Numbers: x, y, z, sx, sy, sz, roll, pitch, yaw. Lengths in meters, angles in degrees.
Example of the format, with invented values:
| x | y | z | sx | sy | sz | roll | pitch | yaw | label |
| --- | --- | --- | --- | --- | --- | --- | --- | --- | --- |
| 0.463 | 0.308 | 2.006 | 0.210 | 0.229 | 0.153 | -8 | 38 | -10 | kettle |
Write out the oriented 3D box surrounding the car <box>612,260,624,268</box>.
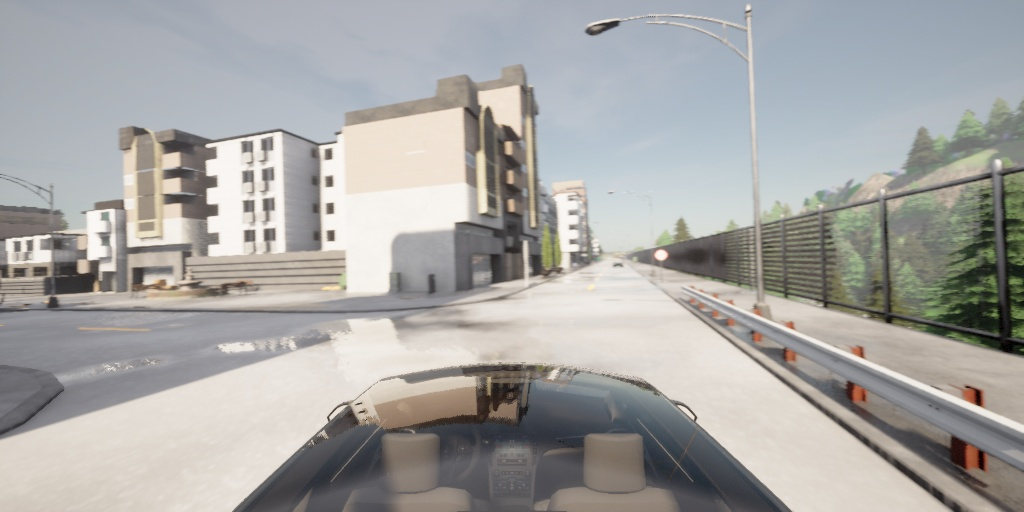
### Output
| x | y | z | sx | sy | sz | roll | pitch | yaw | label |
| --- | --- | --- | --- | --- | --- | --- | --- | --- | --- |
| 18.540 | 1.422 | 62.701 | 1.895 | 1.301 | 4.718 | -2 | -1 | 16 | car |
